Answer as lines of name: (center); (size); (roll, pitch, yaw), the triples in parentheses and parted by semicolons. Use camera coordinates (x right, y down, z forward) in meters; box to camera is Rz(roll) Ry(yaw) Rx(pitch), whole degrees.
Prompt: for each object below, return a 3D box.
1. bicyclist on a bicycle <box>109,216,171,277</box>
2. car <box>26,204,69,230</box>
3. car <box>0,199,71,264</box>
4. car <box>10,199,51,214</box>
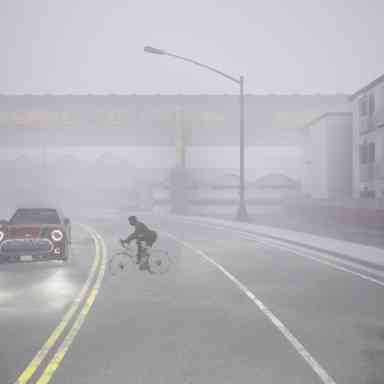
bicyclist on a bicycle: (-1.386, 1.443, 8.813); (1.656, 1.620, 0.582); (-2, 1, -11)
car: (-9.332, 1.509, 21.258); (1.895, 1.301, 4.718); (1, 0, -31)
car: (-5.446, 1.309, 11.731); (2.097, 1.767, 4.553); (0, 0, -17)
car: (-17.837, 1.573, 36.677); (4.902, 1.511, 2.128); (-1, -2, 39)
